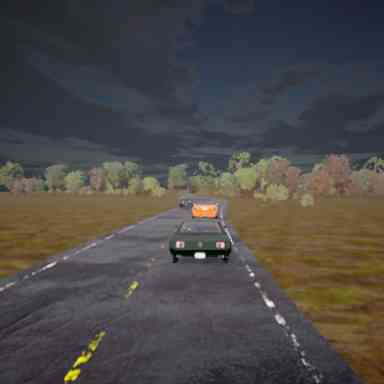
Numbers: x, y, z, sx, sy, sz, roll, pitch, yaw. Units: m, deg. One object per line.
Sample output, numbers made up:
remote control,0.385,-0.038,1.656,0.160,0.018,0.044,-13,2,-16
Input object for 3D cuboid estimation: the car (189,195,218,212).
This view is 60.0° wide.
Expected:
car,1.166,1.377,28.442,2.097,1.767,4.553,0,0,4

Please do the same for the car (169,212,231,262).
car,0.324,1.612,12.154,1.895,1.301,4.718,0,0,2

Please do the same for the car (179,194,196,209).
car,-0.407,1.260,46.266,2.150,2.045,5.566,0,0,7
